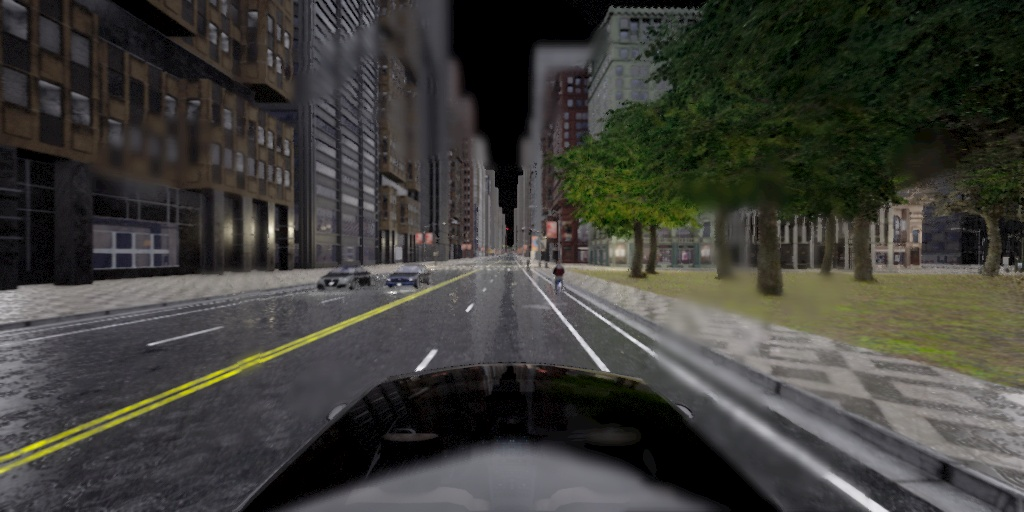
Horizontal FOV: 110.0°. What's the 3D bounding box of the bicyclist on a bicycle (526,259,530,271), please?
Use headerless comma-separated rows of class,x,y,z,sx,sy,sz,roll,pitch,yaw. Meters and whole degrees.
bicyclist on a bicycle,2.259,1.213,49.561,0.582,1.620,1.656,0,0,0

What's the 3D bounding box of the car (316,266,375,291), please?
car,-9.843,1.300,21.526,1.994,1.385,4.181,0,0,0

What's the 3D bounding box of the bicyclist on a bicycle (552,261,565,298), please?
bicyclist on a bicycle,2.254,1.107,17.439,0.659,1.776,1.843,0,0,0

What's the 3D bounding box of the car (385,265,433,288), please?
car,-6.594,1.283,23.610,2.033,1.411,5.357,0,0,0
